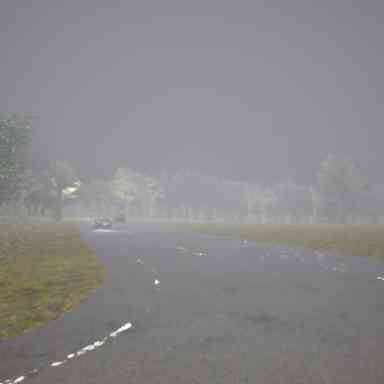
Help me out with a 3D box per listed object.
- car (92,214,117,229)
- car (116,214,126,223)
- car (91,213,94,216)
[{"bbox_3d":[-11.599,4.042,43.503,2.128,1.511,4.902,3,-4,-21],"label":"car"},{"bbox_3d":[-16.655,5.991,76.360,2.150,2.045,5.566,3,-4,-21],"label":"car"},{"bbox_3d":[-22.429,6.392,80.027,2.128,1.511,4.902,3,-4,-15],"label":"car"}]
